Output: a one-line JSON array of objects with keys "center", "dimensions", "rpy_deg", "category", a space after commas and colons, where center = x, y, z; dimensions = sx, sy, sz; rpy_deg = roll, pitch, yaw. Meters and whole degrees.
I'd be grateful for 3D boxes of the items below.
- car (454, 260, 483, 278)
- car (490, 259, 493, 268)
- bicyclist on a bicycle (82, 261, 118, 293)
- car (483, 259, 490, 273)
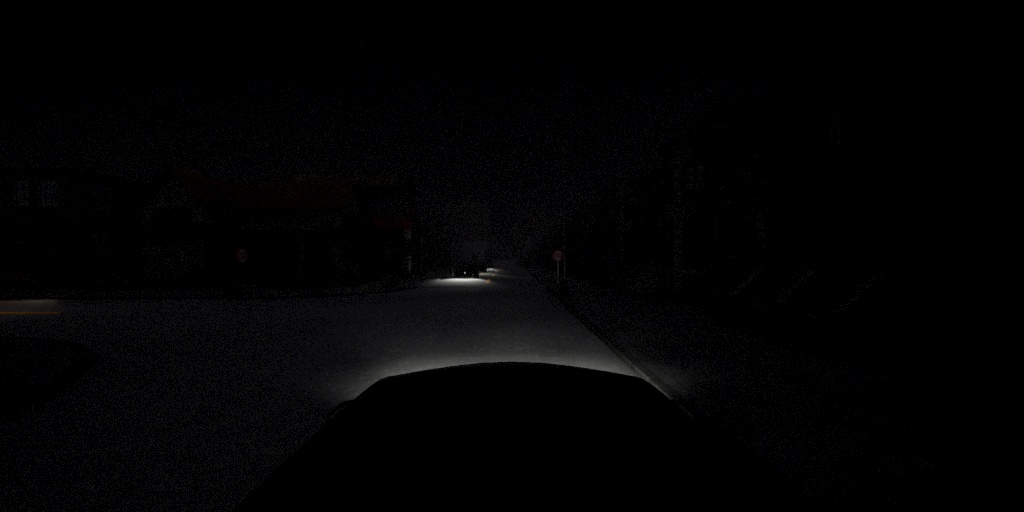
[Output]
[{"center": [-4.148, 1.306, 33.556], "dimensions": [1.994, 1.385, 4.181], "rpy_deg": [0, 0, 0], "category": "car"}, {"center": [-4.100, 1.229, 58.587], "dimensions": [2.128, 1.511, 4.902], "rpy_deg": [0, 0, 0], "category": "car"}, {"center": [-21.604, 1.096, 18.823], "dimensions": [0.582, 1.620, 1.656], "rpy_deg": [0, 0, 0], "category": "bicyclist on a bicycle"}, {"center": [-4.151, 1.218, 44.049], "dimensions": [1.882, 1.535, 5.008], "rpy_deg": [0, 0, 0], "category": "car"}]
